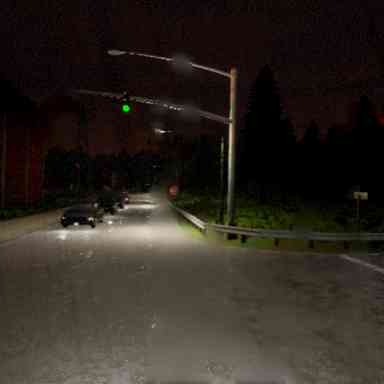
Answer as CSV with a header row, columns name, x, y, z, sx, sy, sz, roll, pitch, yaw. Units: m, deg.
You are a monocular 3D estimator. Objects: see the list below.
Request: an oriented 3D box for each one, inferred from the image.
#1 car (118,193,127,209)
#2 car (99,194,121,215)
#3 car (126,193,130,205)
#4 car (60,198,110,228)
name,x,y,z,sx,sy,sz,roll,pitch,yaw
car,-9.071,1.181,39.503,1.812,1.442,4.674,1,0,-7
car,-7.865,1.223,30.285,1.837,1.490,4.892,1,0,-8
car,-10.300,0.943,49.106,2.097,1.767,4.553,1,0,-7
car,-6.595,1.331,20.624,2.033,1.411,5.357,1,0,-8
